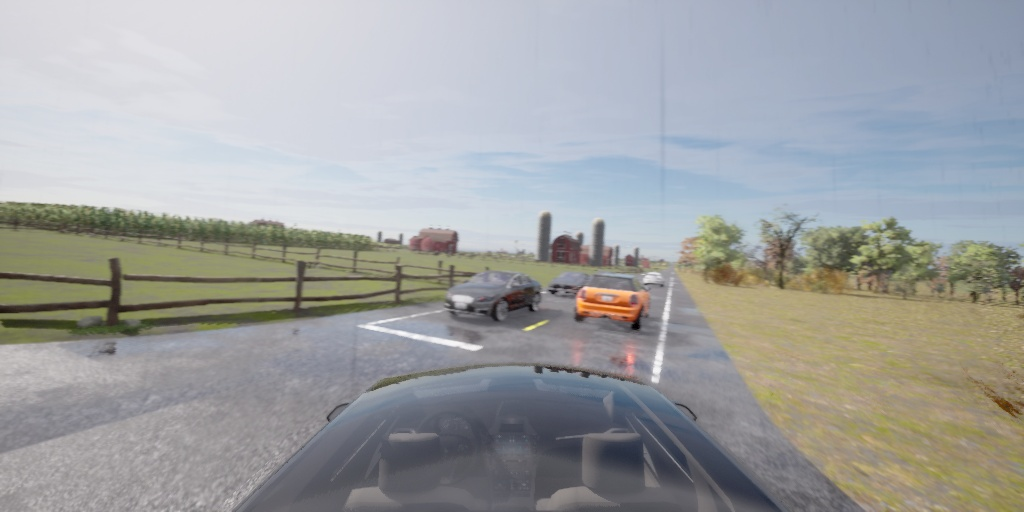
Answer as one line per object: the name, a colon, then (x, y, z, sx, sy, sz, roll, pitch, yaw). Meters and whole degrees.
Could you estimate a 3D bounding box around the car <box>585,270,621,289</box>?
car: (8.163, 2.011, 31.776, 2.033, 1.411, 5.357, 4, 0, 24)

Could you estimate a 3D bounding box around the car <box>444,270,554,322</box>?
car: (-0.448, 1.270, 12.696, 2.128, 1.511, 4.902, 4, 0, 25)

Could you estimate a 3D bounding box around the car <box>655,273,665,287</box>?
car: (15.391, 2.522, 38.852, 1.812, 1.442, 4.674, 4, 0, 24)

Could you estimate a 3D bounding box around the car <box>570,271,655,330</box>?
car: (3.853, 1.428, 13.181, 2.097, 1.767, 4.553, 4, 0, 24)

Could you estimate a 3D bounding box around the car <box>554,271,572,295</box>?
car: (3.822, 1.665, 22.153, 2.033, 1.411, 5.357, 4, 0, 24)
